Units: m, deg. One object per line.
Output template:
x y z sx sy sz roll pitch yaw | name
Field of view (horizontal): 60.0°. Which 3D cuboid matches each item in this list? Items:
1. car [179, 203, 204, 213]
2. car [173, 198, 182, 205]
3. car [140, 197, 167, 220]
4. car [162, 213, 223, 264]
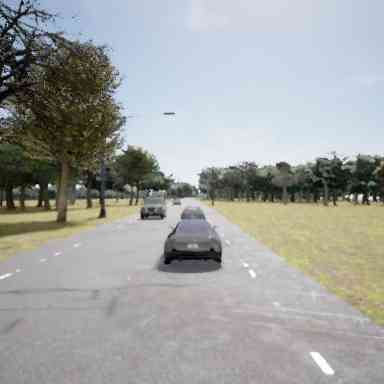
0.068 1.853 27.500 1.994 1.385 4.181 0 0 1 | car
-3.586 2.341 80.416 2.097 1.767 4.553 0 -1 -1 | car
-3.595 1.540 32.078 2.150 2.045 5.566 0 0 0 | car
0.053 1.711 12.506 1.994 1.385 4.181 0 -1 1 | car
